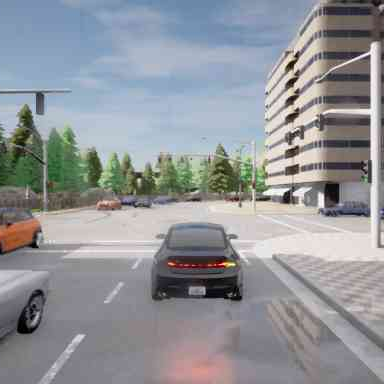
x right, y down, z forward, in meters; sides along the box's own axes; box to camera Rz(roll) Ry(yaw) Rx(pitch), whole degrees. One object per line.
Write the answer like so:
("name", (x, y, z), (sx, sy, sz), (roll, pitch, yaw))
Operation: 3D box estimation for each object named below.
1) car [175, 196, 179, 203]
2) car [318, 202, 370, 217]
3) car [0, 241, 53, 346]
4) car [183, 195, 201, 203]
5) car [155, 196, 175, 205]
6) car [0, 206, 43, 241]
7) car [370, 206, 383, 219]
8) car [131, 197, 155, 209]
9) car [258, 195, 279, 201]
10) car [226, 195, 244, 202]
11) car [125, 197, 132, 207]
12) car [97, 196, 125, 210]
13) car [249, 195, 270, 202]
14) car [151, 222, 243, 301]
("car", (-4.538, 1.506, 68.560), (1.837, 1.490, 4.892), (0, -1, 29))
("car", (14.619, 1.603, 30.987), (5.357, 1.411, 2.033), (0, 0, 0))
("car", (-3.424, 1.601, 3.805), (1.895, 1.301, 4.718), (0, 0, 0))
("car", (0.020, 1.478, 69.377), (1.882, 1.535, 5.008), (0, 0, 34))
("car", (-5.195, 1.477, 57.648), (1.882, 1.535, 5.008), (0, 0, 16))
("car", (-7.075, 1.352, 11.569), (2.097, 1.767, 4.553), (0, 0, 0))
("car", (17.713, 1.581, 27.475), (4.674, 1.442, 1.812), (0, 0, 0))
("car", (-6.723, 1.564, 46.087), (1.994, 1.385, 4.181), (0, 0, 0))
("car", (18.554, 1.500, 80.548), (4.892, 1.490, 1.837), (0, 0, -22))
("car", (9.753, 1.478, 75.037), (5.008, 1.535, 1.882), (0, 0, -41))
("car", (-9.809, 1.478, 51.396), (1.882, 1.535, 5.008), (0, 0, 7))
("car", (-10.380, 1.352, 41.864), (2.097, 1.767, 4.553), (0, 0, 2))
("car", (15.227, 1.595, 74.763), (4.718, 1.301, 1.895), (0, 0, -33))
("car", (0.121, 1.505, 8.324), (1.837, 1.490, 4.892), (0, 0, 1))
